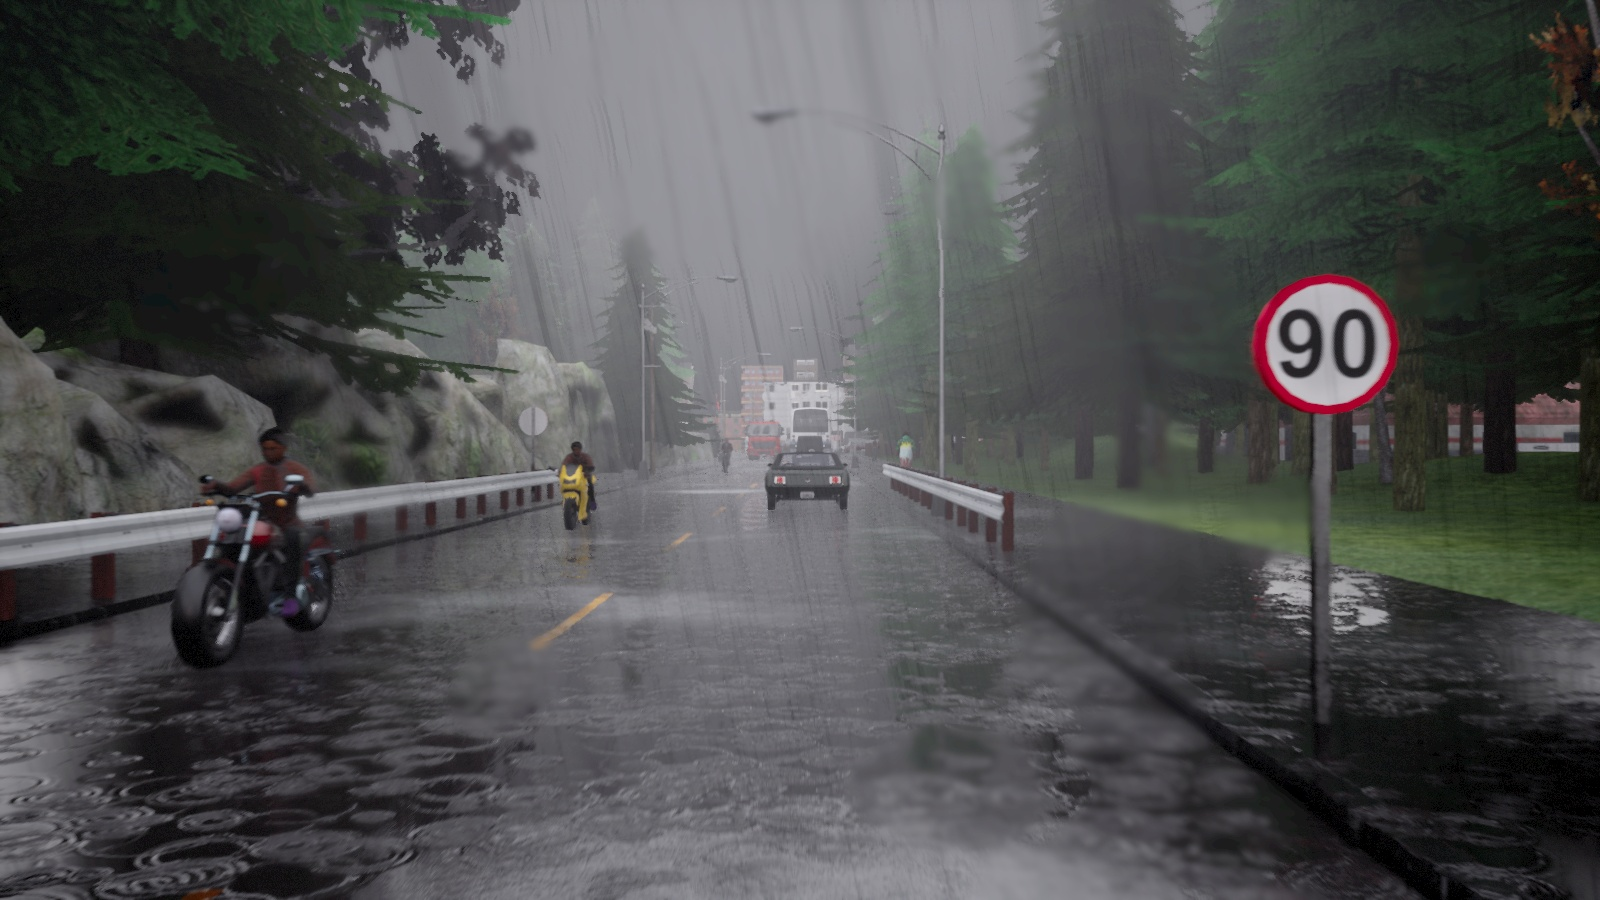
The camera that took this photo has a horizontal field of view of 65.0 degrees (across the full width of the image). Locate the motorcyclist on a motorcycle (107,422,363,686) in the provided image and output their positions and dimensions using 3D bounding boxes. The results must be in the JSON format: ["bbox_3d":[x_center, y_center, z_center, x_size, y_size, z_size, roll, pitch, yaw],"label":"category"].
[{"bbox_3d":[-3.935,0.643,9.017,0.766,1.649,2.350,0,0,0],"label":"motorcyclist on a motorcycle"}]

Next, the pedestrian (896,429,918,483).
[{"bbox_3d":[3.900,0.201,45.834,0.659,1.952,0.873,0,0,-4],"label":"pedestrian"}]

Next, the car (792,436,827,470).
[{"bbox_3d":[0.556,0.147,70.281,1.905,1.878,3.866,0,0,1],"label":"car"}]

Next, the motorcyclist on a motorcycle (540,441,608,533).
[{"bbox_3d":[-3.868,0.603,21.651,0.797,1.523,2.044,0,0,0],"label":"motorcyclist on a motorcycle"}]

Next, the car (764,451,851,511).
[{"bbox_3d":[0.177,0.679,29.827,1.895,1.301,4.718,0,0,0],"label":"car"}]
